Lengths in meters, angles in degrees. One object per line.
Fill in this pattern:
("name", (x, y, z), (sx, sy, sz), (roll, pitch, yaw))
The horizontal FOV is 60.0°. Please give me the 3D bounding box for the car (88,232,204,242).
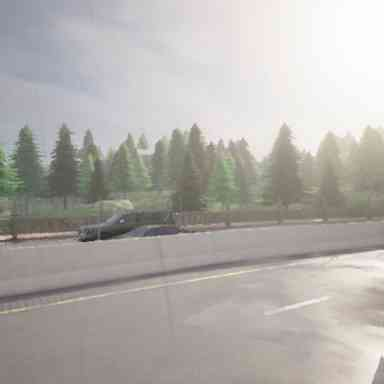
("car", (-1.725, 2.199, 15.137), (5.357, 1.411, 2.033), (0, -3, -31))
